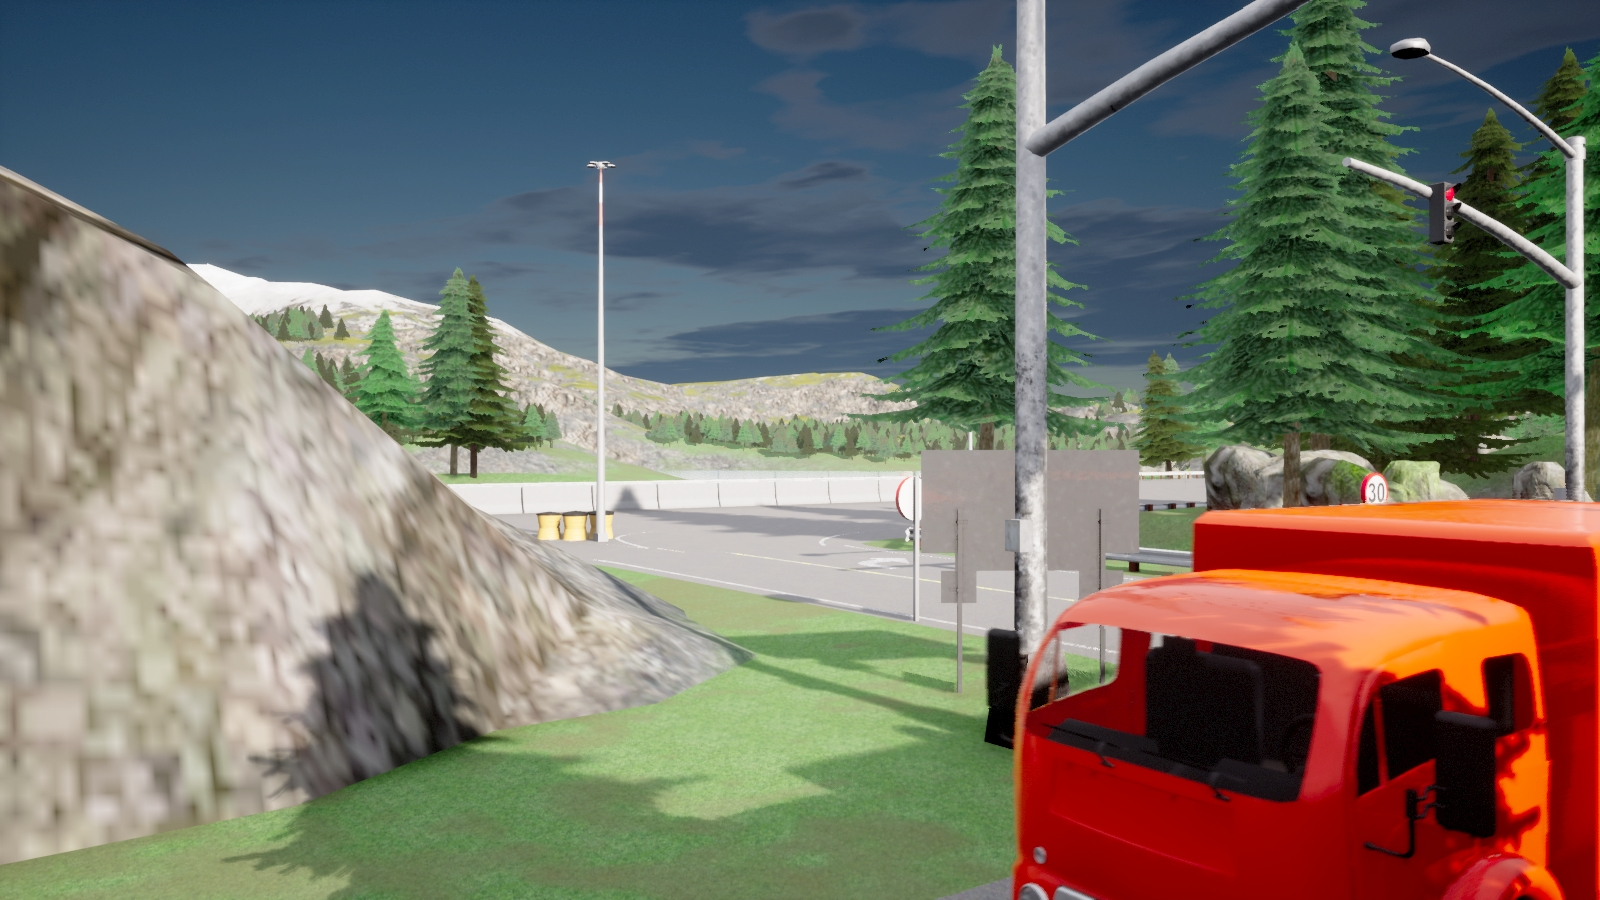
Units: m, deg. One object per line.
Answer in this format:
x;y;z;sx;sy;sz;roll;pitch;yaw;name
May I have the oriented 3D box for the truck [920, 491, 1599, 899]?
3.507;1.562;6.216;5.204;2.467;2.627;0;0;-34;truck
